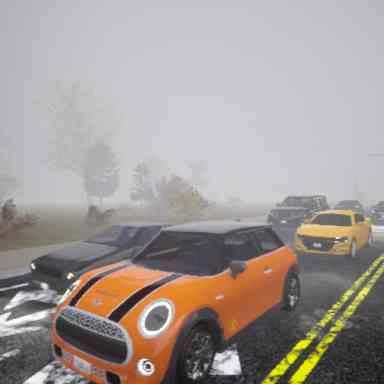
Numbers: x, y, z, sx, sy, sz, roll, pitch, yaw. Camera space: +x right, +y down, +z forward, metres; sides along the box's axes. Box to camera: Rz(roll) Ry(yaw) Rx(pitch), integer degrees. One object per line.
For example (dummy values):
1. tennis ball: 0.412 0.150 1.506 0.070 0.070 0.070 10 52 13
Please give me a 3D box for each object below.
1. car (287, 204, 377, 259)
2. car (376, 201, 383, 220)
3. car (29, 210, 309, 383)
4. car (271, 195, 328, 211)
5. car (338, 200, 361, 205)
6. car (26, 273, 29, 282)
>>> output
1. car: 5.590 1.459 12.843 1.882 1.535 5.008 0 0 37
2. car: 15.043 1.458 25.449 2.128 1.511 4.902 0 0 37
3. car: 0.115 1.341 5.525 2.097 1.767 4.553 0 0 37
4. car: 6.381 1.195 19.323 2.150 2.045 5.566 0 0 37
5. car: 13.613 1.464 28.950 1.837 1.490 4.892 0 0 37
6. car: -1.411 1.529 8.912 2.033 1.411 5.357 0 0 37
